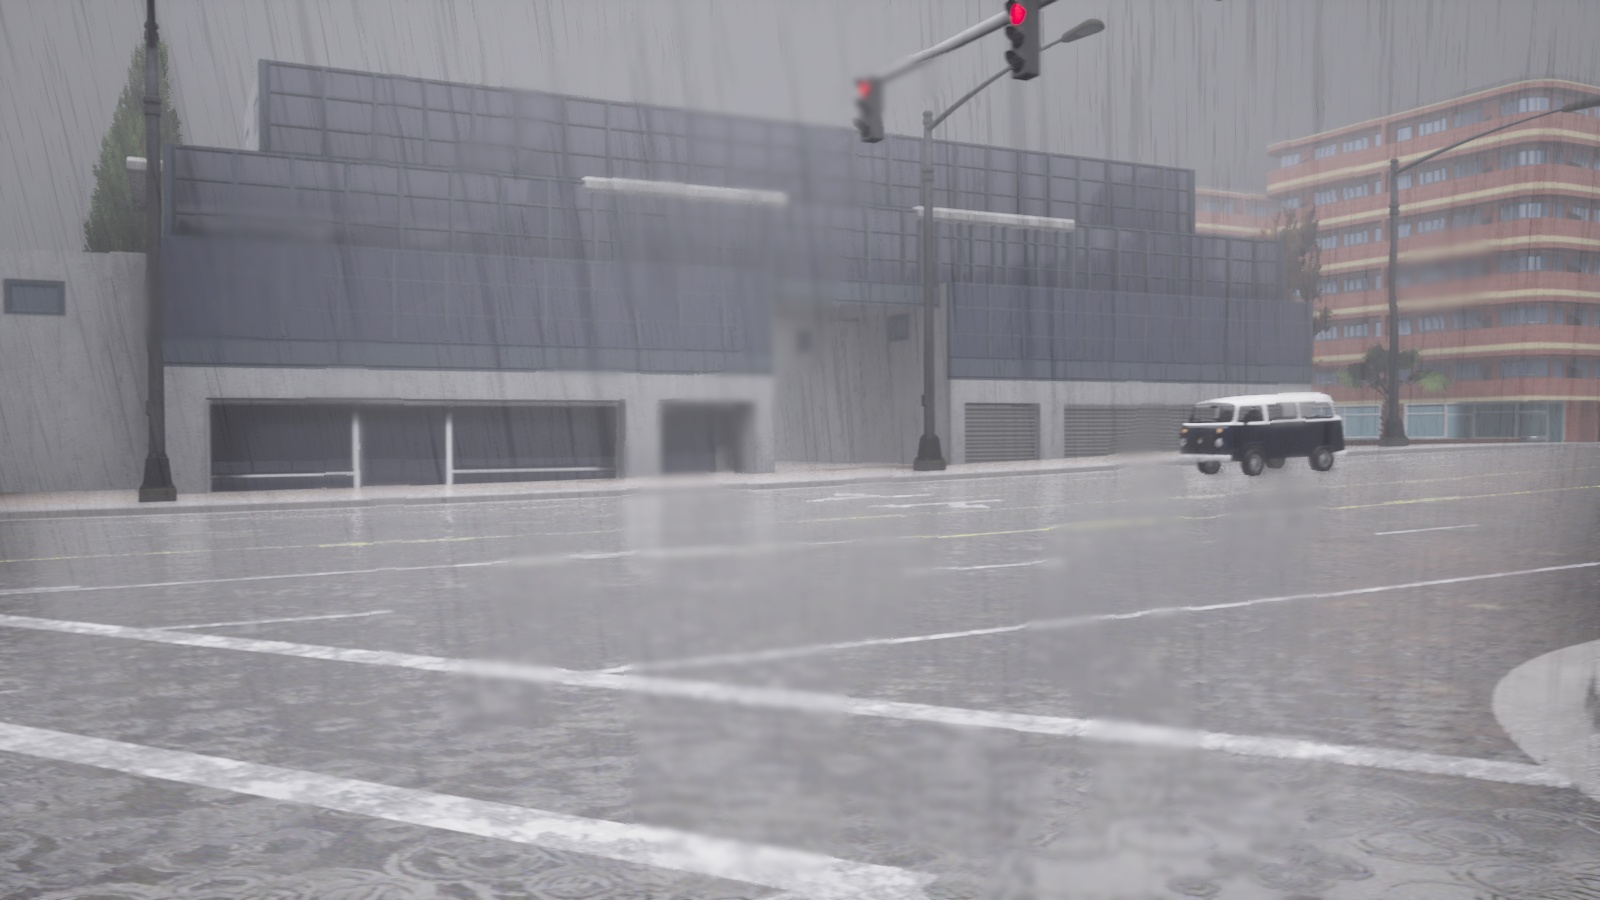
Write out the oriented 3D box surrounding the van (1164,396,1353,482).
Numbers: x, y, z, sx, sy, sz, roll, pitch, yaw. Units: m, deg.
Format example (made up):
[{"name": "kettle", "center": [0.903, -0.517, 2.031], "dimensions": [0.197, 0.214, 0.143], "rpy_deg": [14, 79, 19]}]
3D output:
[{"name": "van", "center": [11.899, -0.319, 32.554], "dimensions": [4.480, 2.038, 2.069], "rpy_deg": [-2, 2, -27]}]
